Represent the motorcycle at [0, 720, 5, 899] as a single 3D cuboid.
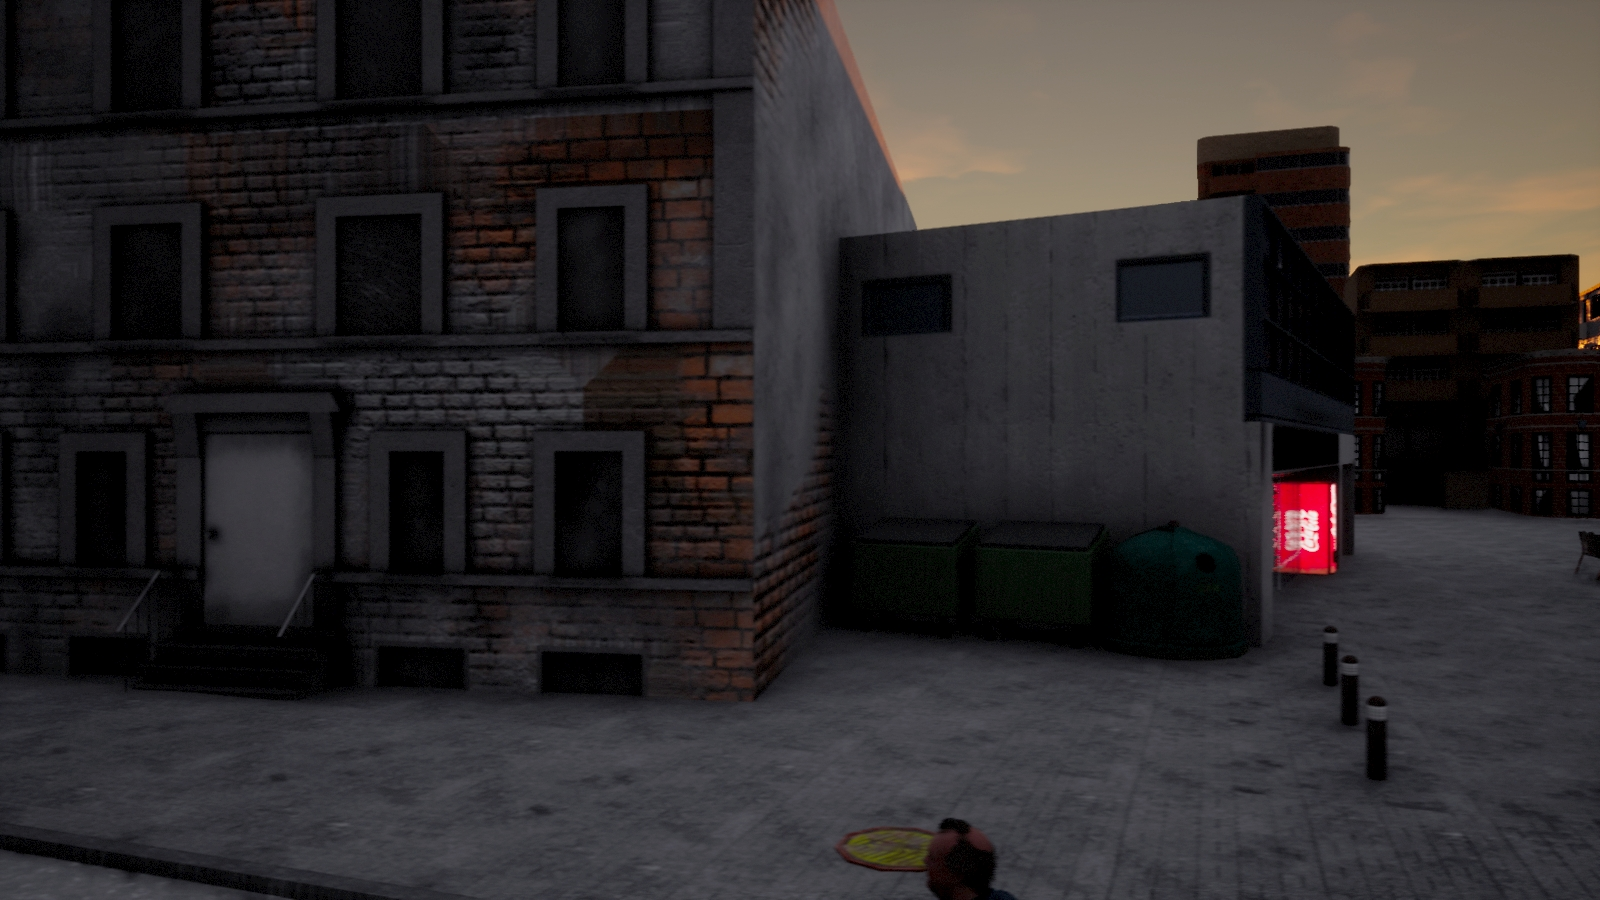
[{"bbox_3d":[-5.177,1.985,5.702,2.209,1.251,0.867,0,0,20],"label":"motorcycle"}]
